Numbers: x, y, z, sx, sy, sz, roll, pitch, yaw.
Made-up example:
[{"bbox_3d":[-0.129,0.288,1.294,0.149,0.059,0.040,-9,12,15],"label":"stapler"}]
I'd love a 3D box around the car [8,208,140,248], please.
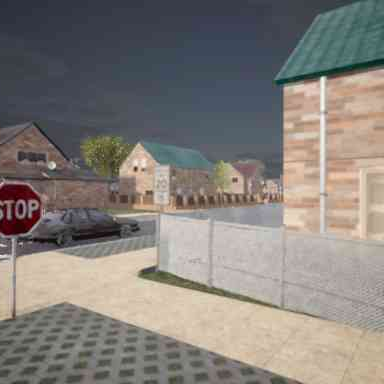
[{"bbox_3d":[-4.644,1.362,13.889,2.033,1.411,5.357,0,0,36],"label":"car"}]
